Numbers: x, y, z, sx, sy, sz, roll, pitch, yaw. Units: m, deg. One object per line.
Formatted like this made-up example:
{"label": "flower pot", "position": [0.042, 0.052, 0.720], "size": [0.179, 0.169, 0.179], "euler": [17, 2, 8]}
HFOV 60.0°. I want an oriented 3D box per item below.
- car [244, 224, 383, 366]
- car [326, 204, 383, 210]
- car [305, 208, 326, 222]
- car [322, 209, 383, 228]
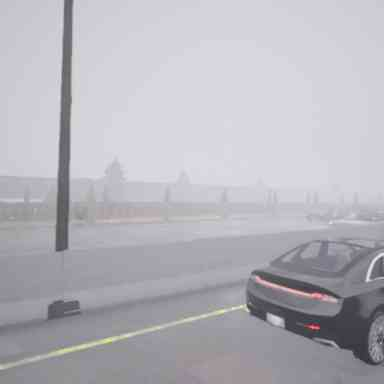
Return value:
{"label": "car", "position": [3.123, 1.584, 5.970], "size": [4.902, 1.511, 2.128], "euler": [1, -1, -35]}
{"label": "car", "position": [12.857, 1.751, 25.455], "size": [4.553, 1.767, 2.097], "euler": [1, -1, -30]}
{"label": "car", "position": [12.134, 2.027, 29.141], "size": [4.718, 1.301, 1.895], "euler": [1, -1, -30]}
{"label": "car", "position": [10.110, 1.907, 19.619], "size": [4.718, 1.301, 1.895], "euler": [1, -1, -34]}
